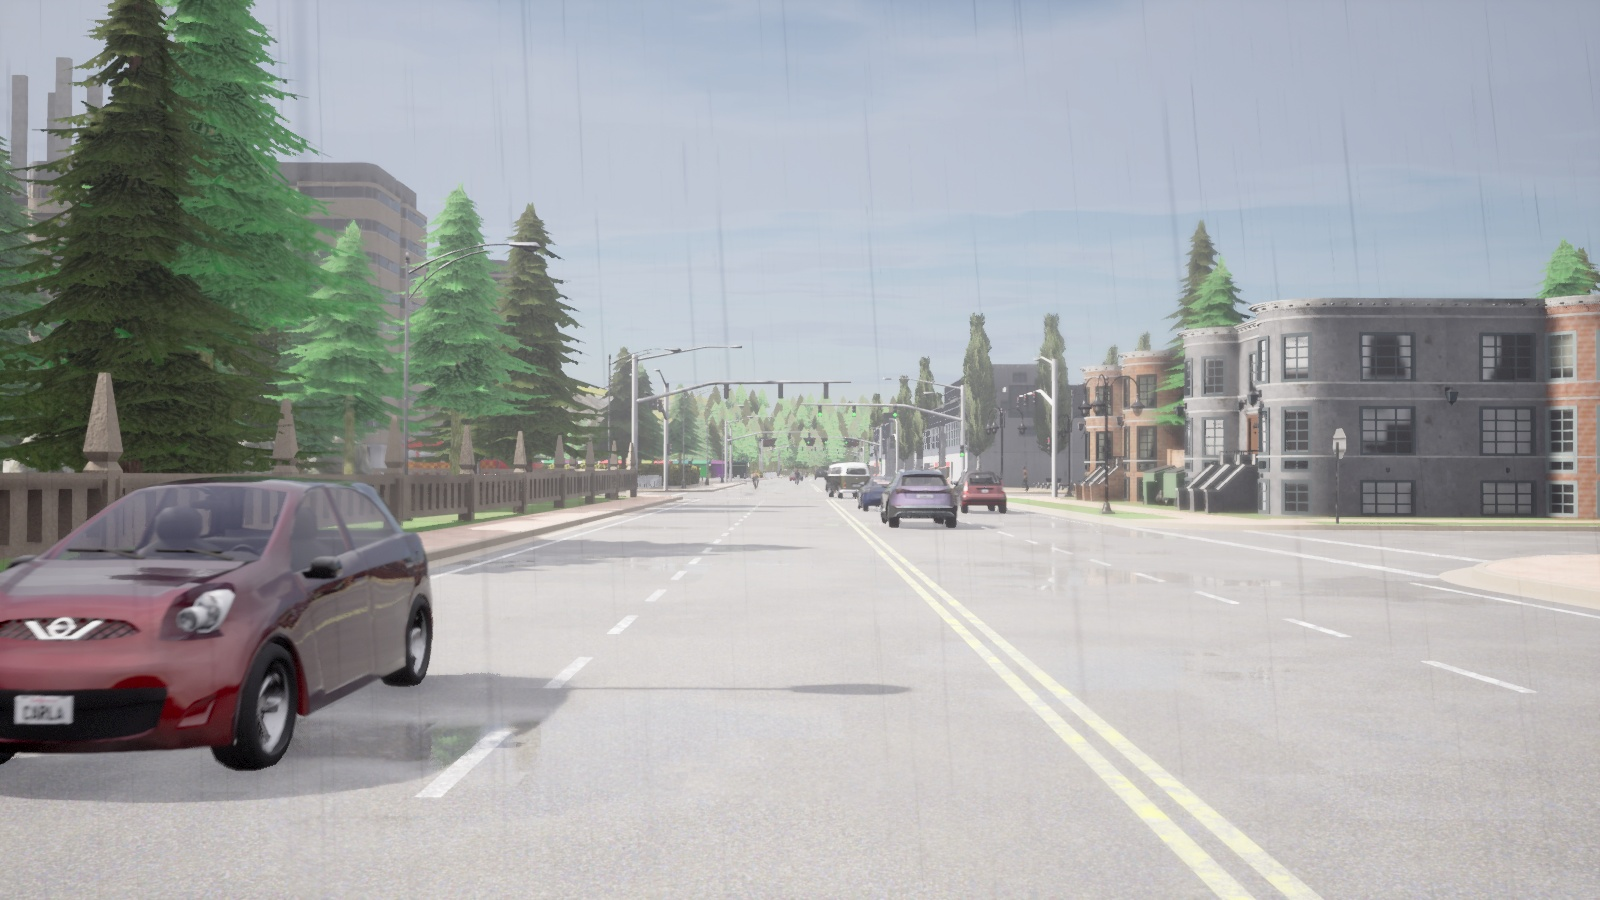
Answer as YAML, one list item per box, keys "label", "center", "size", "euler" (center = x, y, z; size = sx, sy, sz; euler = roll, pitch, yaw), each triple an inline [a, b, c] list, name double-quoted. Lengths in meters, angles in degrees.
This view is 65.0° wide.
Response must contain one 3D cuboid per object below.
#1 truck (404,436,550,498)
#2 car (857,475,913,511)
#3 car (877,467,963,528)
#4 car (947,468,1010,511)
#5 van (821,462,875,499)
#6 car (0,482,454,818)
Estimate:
- label: "truck"
  center: [-20.232, 1.054, 79.053]
  size: [8.468, 3.827, 2.891]
  euler: [0, -1, 0]
- label: "car"
  center: [3.387, 1.716, 50.787]
  size: [1.994, 1.385, 4.181]
  euler: [0, -1, 0]
- label: "car"
  center: [3.418, 1.345, 36.642]
  size: [2.033, 1.649, 4.856]
  euler: [0, -1, 0]
- label: "car"
  center: [6.891, 1.502, 48.777]
  size: [1.851, 1.617, 3.988]
  euler: [0, -1, 0]
- label: "van"
  center: [2.712, 1.737, 72.260]
  size: [2.069, 2.038, 4.480]
  euler: [0, -1, -11]
- label: "car"
  center: [-3.517, 0.969, 7.614]
  size: [1.845, 1.501, 3.633]
  euler: [0, -1, 0]
